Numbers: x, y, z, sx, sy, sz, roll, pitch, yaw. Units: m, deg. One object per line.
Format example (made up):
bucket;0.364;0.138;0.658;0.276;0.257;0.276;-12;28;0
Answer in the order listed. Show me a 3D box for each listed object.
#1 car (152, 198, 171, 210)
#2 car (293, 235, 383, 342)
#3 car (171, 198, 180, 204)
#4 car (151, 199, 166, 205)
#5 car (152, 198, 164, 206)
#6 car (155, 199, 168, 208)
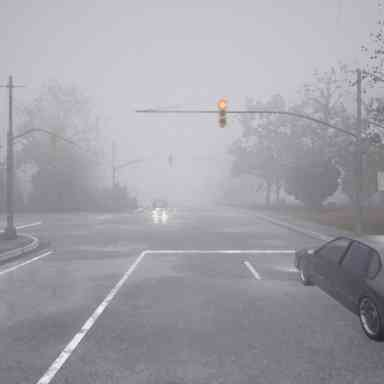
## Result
car;-4.120;1.570;43.569;2.128;1.511;4.902;0;-1;-3
car;3.593;1.547;6.415;2.033;1.411;5.357;0;0;0
car;-4.521;2.189;82.972;2.097;1.767;4.553;0;-1;-22
car;-8.301;2.406;83.029;2.033;1.411;5.357;0;-1;-25
car;-6.773;1.997;65.819;1.837;1.490;4.892;0;-1;-11
car;-4.918;1.825;53.563;1.895;1.301;4.718;0;-1;-7
